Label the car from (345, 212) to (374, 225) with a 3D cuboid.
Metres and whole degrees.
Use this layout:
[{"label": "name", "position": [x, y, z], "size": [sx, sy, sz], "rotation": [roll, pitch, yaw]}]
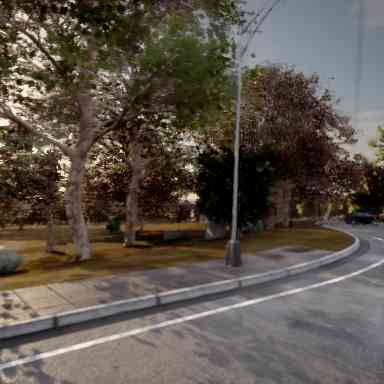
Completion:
[{"label": "car", "position": [17.983, 2.834, 35.756], "size": [1.895, 1.301, 4.718], "rotation": [1, -2, 40]}]
